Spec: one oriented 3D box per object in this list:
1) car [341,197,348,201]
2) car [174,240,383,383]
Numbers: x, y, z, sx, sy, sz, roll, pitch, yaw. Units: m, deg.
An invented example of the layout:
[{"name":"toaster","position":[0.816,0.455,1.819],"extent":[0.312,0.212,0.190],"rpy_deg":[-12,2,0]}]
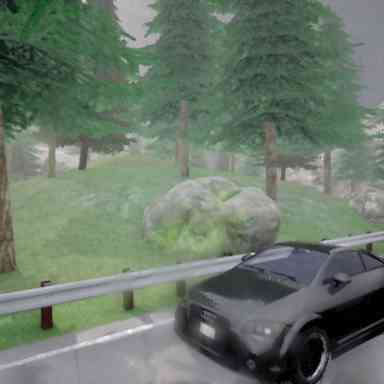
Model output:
[{"name":"car","position":[22.377,0.990,44.524],"extent":[2.097,1.767,4.553],"rpy_deg":[-1,1,-36]},{"name":"car","position":[1.794,1.528,5.326],"extent":[4.181,1.385,1.994],"rpy_deg":[-1,0,-36]}]
